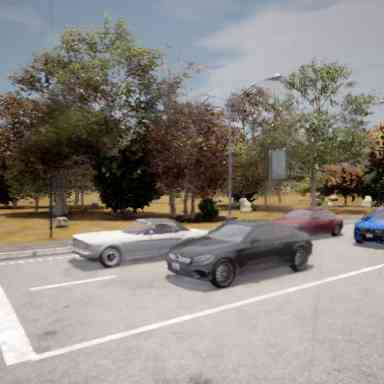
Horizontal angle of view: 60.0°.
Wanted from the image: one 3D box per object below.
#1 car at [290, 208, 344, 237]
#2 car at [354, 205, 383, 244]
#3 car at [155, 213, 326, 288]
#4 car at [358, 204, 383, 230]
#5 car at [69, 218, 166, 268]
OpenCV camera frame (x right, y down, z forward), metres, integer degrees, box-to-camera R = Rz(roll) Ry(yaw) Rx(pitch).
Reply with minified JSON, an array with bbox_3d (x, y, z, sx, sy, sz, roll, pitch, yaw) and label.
[{"bbox_3d":[5.747,1.528,16.624,4.674,1.442,1.812,0,0,-35],"label":"car"},{"bbox_3d":[9.140,1.480,14.728,5.008,1.535,1.882,0,0,-35],"label":"car"},{"bbox_3d":[1.516,1.527,9.351,4.674,1.442,1.812,0,0,-35],"label":"car"},{"bbox_3d":[12.876,1.567,21.653,4.181,1.385,1.994,0,0,-36],"label":"car"},{"bbox_3d":[-1.632,1.601,11.411,4.718,1.301,1.895,0,0,-35],"label":"car"}]
